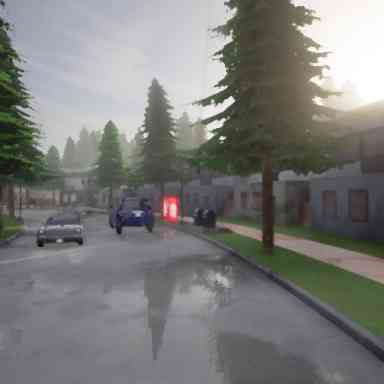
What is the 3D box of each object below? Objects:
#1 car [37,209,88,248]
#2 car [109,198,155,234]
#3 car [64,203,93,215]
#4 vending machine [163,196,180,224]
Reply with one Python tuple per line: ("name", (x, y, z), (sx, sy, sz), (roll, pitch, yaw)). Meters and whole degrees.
("car", (-6.093, 1.736, 15.878), (1.895, 1.301, 4.718), (0, 0, -17))
("car", (-3.878, 1.368, 20.860), (2.150, 2.045, 5.566), (0, 0, -20))
("car", (-12.764, 1.904, 36.987), (1.895, 1.301, 4.718), (0, 0, -37))
("vending machine", (-1.623, 1.354, 25.922), (1.100, 2.100, 0.880), (0, 0, -24))
